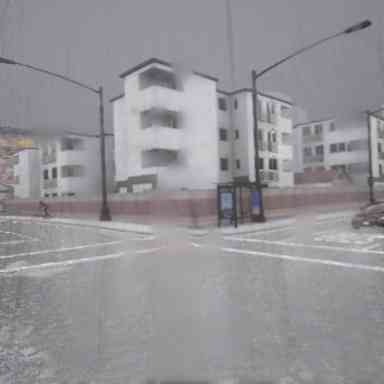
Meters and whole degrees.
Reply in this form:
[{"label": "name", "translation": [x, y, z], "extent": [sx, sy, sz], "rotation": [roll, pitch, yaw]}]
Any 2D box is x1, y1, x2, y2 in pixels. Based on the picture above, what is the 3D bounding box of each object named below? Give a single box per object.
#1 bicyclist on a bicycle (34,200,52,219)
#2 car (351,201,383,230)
[{"label": "bicyclist on a bicycle", "translation": [-12.969, 1.542, 28.976], "extent": [0.582, 1.620, 1.656], "rotation": [-1, 0, 35]}, {"label": "car", "translation": [10.532, 1.261, 18.380], "extent": [4.674, 1.442, 1.812], "rotation": [-2, -1, -41]}]
